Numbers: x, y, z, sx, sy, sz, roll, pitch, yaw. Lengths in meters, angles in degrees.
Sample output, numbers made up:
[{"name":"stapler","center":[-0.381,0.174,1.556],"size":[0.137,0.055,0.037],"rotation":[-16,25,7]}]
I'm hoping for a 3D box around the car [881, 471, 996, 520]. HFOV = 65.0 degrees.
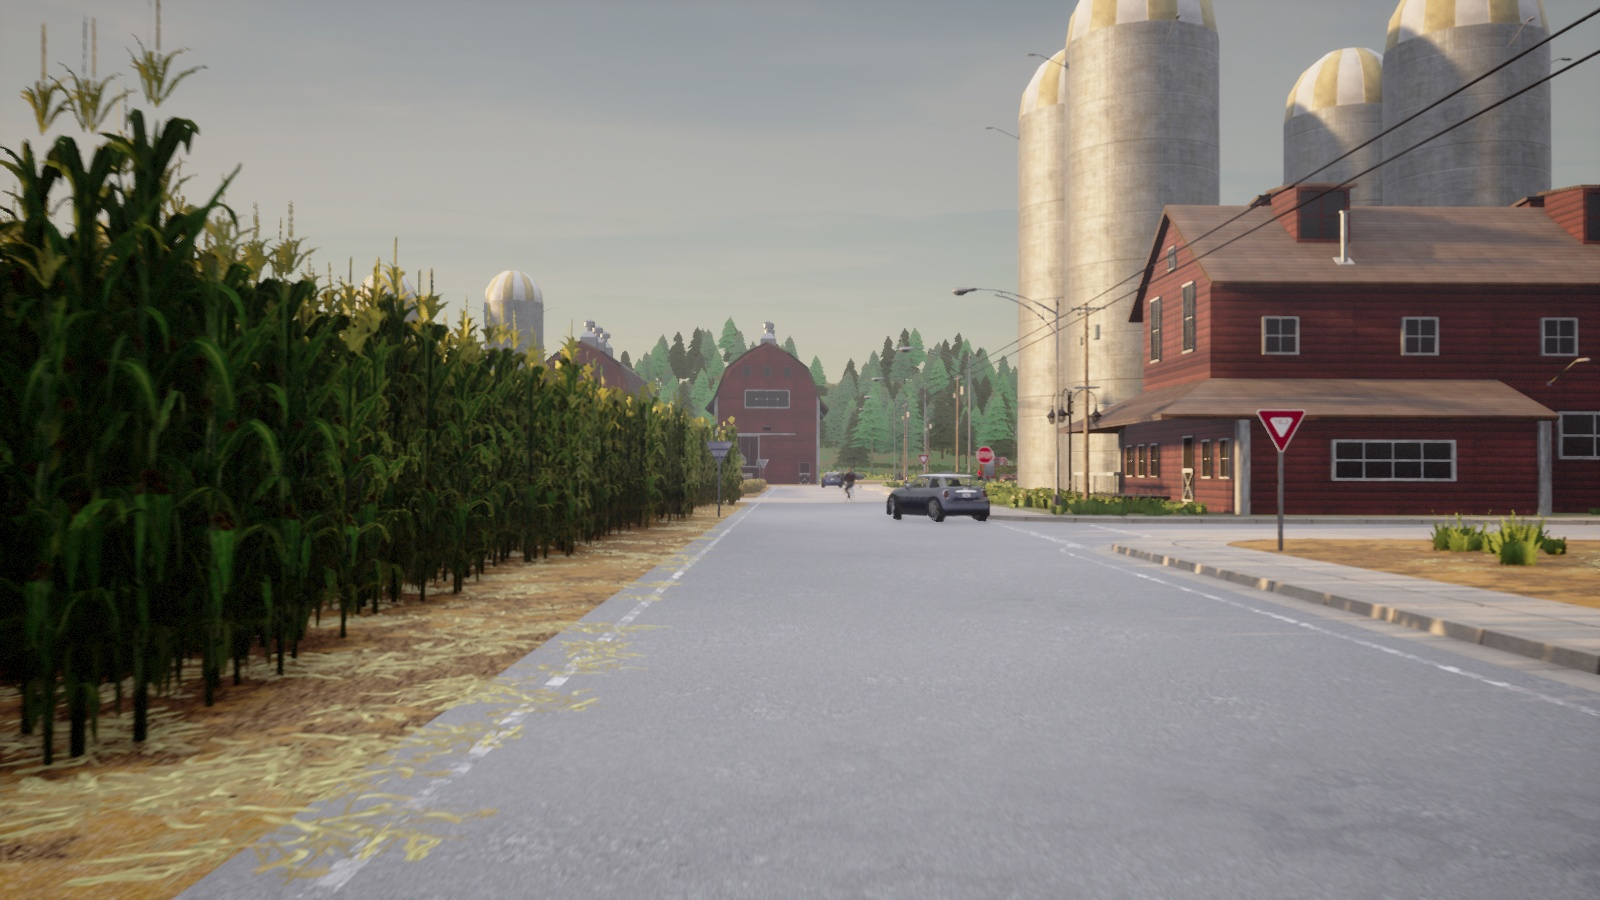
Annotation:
[{"name":"car","center":[4.338,1.427,39.978],"size":[1.970,1.475,3.806],"rotation":[0,-1,-24]}]
